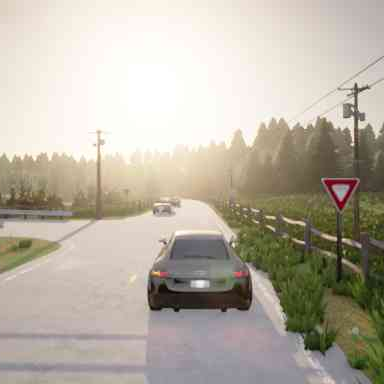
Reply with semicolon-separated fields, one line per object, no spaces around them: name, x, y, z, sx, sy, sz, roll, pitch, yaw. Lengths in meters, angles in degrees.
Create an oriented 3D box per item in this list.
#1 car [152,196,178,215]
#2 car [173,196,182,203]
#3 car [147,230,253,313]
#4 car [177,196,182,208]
car;-2.934;1.488;34.373;2.128;1.511;4.902;0;0;2
car;-2.986;1.519;69.133;1.812;1.442;4.674;0;0;-2
car;0.147;1.563;7.771;1.994;1.385;4.181;0;0;0
car;-2.733;1.473;49.238;1.882;1.535;5.008;0;0;0
